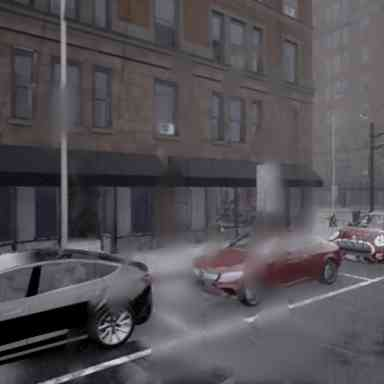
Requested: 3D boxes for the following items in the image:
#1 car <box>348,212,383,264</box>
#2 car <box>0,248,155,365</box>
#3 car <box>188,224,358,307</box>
[{"bbox_3d":[6.357,1.405,11.069,4.097,1.590,1.967,0,0,-35],"label":"car"},{"bbox_3d":[-2.600,1.564,4.679,4.313,1.339,1.947,0,0,-35],"label":"car"},{"bbox_3d":[1.878,1.563,7.874,4.206,1.307,1.802,0,0,-35],"label":"car"}]
